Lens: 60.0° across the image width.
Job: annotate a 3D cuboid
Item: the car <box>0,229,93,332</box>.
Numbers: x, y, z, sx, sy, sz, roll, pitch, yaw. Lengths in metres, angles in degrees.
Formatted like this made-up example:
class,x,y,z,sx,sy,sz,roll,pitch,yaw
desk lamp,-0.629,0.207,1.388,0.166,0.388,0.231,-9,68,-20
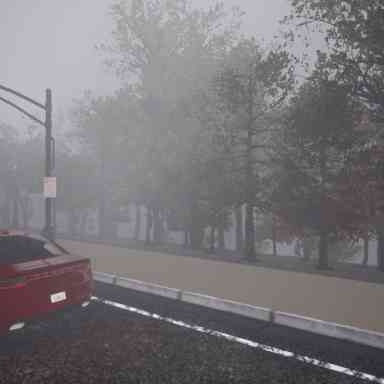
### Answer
class,x,y,z,sx,sy,sz,roll,pitch,yaw
car,-4.087,1.478,6.597,5.008,1.535,1.882,0,0,36
